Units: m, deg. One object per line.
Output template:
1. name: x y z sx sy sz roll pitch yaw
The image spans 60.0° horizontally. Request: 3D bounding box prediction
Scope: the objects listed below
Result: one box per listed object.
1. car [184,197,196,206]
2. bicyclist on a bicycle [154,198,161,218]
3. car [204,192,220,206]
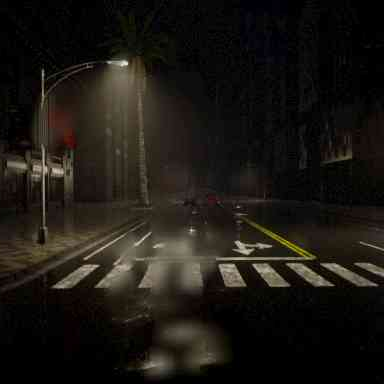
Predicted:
1. car: -0.251 1.498 51.456 1.895 1.301 4.718 0 0 1
2. bicyclist on a bicycle: -2.827 1.371 27.002 0.659 1.776 1.843 0 0 1
3. car: 2.996 1.093 51.409 2.150 2.045 5.566 0 0 1
